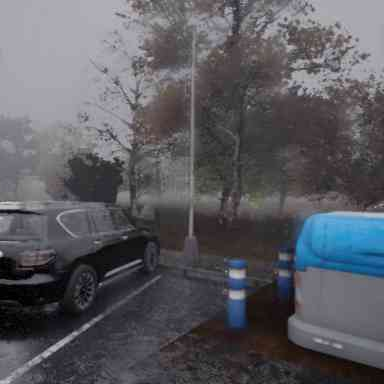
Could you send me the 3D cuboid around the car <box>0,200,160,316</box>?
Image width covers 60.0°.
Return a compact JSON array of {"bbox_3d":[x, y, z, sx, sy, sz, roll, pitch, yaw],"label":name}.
[{"bbox_3d":[-2.596,1.266,7.895,2.435,2.045,5.566,0,-1,15],"label":"car"}]
